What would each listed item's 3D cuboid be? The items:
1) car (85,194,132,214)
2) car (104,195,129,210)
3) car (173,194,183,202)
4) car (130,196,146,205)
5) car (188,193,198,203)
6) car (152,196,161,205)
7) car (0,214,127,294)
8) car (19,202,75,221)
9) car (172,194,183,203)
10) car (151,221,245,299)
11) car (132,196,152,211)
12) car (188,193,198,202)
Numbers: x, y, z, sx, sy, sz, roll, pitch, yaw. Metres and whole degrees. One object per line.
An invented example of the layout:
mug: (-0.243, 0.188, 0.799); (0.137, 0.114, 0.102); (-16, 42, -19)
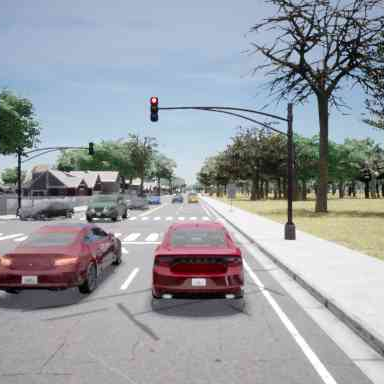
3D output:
car: (-6.535, 1.221, 26.079); (2.150, 2.045, 5.566); (0, 0, 0)
car: (-9.747, 1.342, 43.263); (2.097, 1.767, 4.553); (0, 0, 0)
car: (-3.068, 1.321, 76.287); (2.097, 1.767, 4.553); (0, 0, 0)
car: (-9.681, 1.527, 59.945); (2.033, 1.411, 5.357); (0, 0, 0)
car: (0.255, 1.452, 65.914); (1.882, 1.535, 5.008); (0, 0, 0)
car: (-6.444, 1.459, 57.095); (1.882, 1.535, 5.008); (0, 0, 0)
car: (-3.130, 1.525, 8.697); (1.812, 1.442, 4.674); (0, 0, 0)
car: (-11.548, 1.526, 26.865); (1.812, 1.442, 4.674); (0, 0, 26)
car: (-2.990, 1.500, 66.321); (1.812, 1.442, 4.674); (0, 0, 0)
car: (0.118, 1.477, 8.486); (1.882, 1.535, 5.008); (0, 0, 0)
car: (-6.500, 1.497, 40.871); (1.837, 1.490, 4.892); (0, 0, 0)
car: (0.182, 1.191, 76.315); (2.150, 2.045, 5.566); (0, 0, 0)
